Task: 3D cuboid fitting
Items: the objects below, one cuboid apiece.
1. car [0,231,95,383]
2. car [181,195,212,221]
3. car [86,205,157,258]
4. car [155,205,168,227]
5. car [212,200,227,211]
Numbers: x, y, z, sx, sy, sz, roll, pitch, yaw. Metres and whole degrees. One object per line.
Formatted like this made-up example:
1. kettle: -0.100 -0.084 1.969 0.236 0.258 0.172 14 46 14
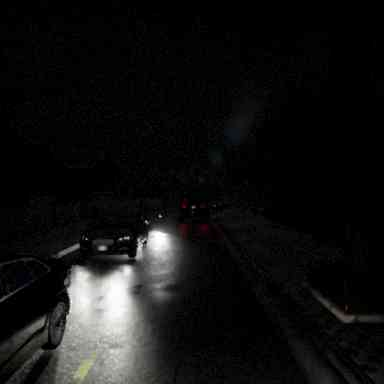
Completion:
1. car: -2.841 1.495 3.467 2.128 1.511 4.902 0 0 0
2. car: 0.334 1.248 28.039 2.150 2.045 5.566 0 0 5
3. car: -2.827 1.501 12.938 2.128 1.511 4.902 0 0 0
4. car: -2.744 1.620 23.355 1.895 1.301 4.718 0 0 0
5. car: 3.403 1.714 44.103 1.994 1.385 4.181 0 -1 16
